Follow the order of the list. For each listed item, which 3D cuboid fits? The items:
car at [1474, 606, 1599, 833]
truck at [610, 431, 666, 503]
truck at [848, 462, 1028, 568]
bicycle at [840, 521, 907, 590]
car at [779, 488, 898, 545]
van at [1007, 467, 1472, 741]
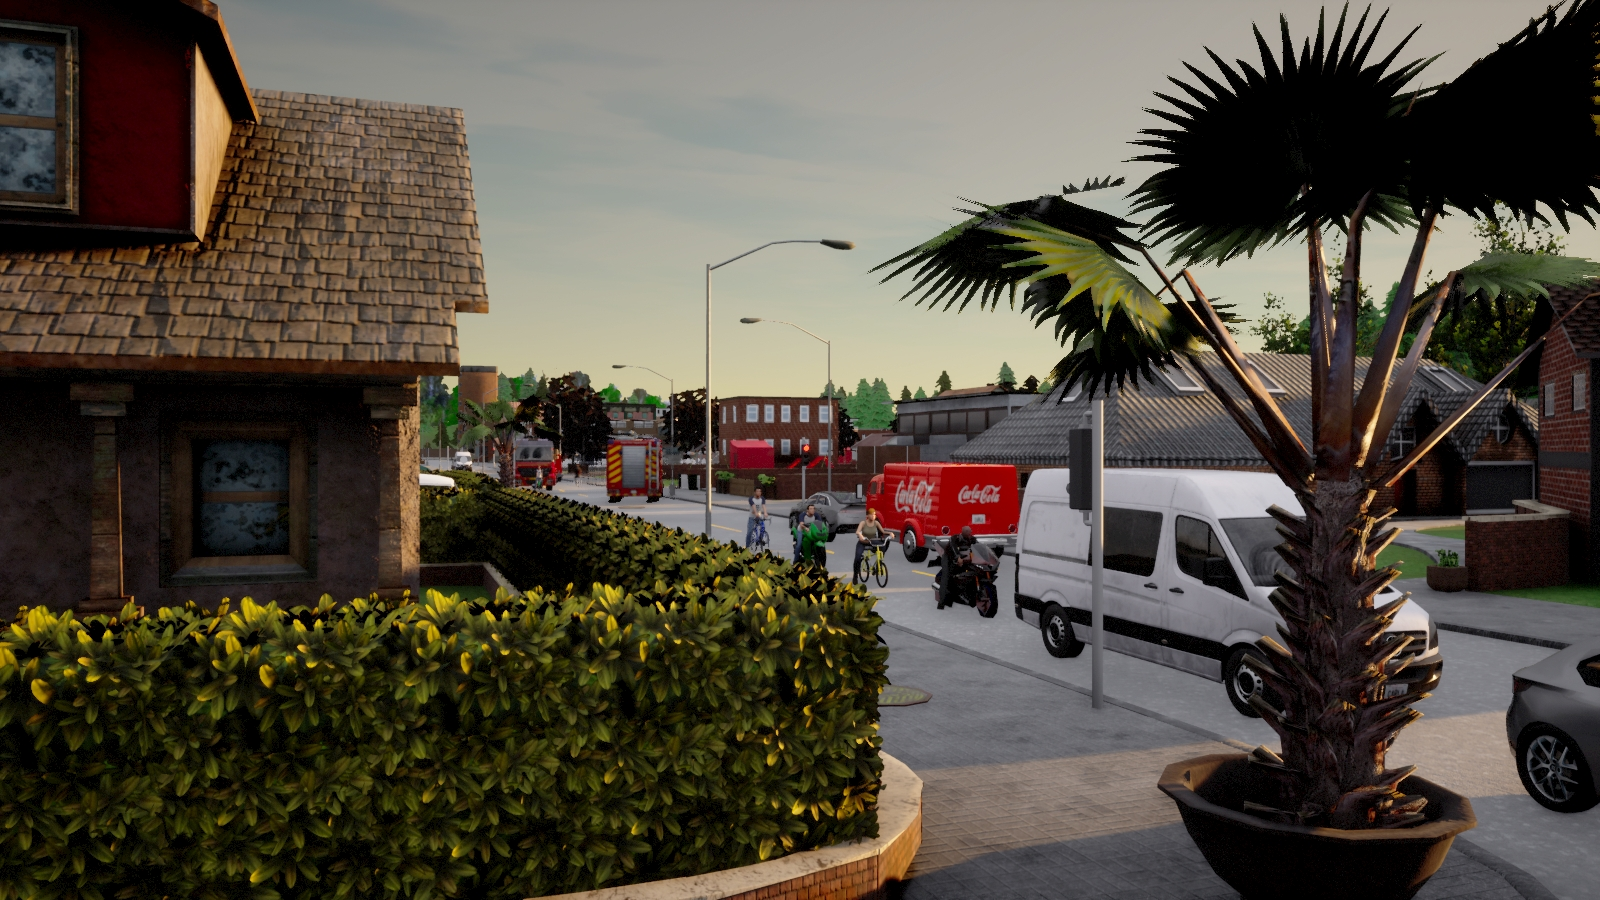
[{"bbox_3d":[6.934,2.069,7.650,1.816,1.474,4.193,0,0,-12],"label":"car"},{"bbox_3d":[-9.039,0.896,64.609,2.891,3.827,8.468,0,0,-7],"label":"truck"},{"bbox_3d":[3.468,1.570,29.990,2.627,2.467,5.204,0,0,-20],"label":"truck"},{"bbox_3d":[1.505,2.162,23.648,0.859,1.276,1.487,0,0,-19],"label":"bicycle"},{"bbox_3d":[1.122,2.053,36.412,2.128,1.511,4.902,0,0,-20],"label":"car"},{"bbox_3d":[4.966,1.538,14.186,1.988,2.561,5.915,0,0,-20],"label":"van"}]
